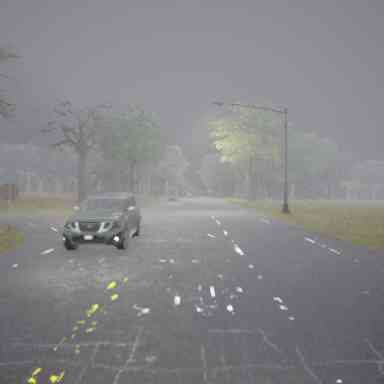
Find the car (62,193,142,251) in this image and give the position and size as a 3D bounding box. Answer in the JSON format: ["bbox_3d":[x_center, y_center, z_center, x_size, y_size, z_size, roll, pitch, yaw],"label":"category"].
[{"bbox_3d":[-3.497,1.105,13.986,2.150,2.045,5.566,0,2,0],"label":"car"}]

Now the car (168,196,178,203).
[{"bbox_3d":[-3.559,1.319,62.758,1.895,1.301,4.718,0,0,0],"label":"car"}]
